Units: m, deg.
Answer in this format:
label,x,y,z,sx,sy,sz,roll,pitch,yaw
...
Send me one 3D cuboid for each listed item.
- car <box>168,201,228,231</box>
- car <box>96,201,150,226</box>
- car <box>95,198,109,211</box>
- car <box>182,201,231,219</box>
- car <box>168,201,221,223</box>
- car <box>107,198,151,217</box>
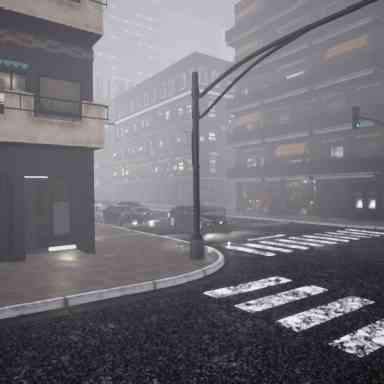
label,x,y,z,sx,sy,sz,roll,pitch,yaw
car,0.258,1.534,21.201,1.837,1.490,4.892,-1,1,-36
car,-5.191,1.632,24.519,1.947,1.339,4.313,-1,1,-36
car,-11.356,1.568,37.237,1.812,1.442,4.674,-1,1,-36
car,1.189,1.512,29.144,2.008,1.369,4.403,-1,1,-36
car,0.067,1.518,26.492,1.812,1.442,4.674,-1,1,-36
car,-5.309,1.540,28.879,1.837,1.490,4.892,-1,1,-36
